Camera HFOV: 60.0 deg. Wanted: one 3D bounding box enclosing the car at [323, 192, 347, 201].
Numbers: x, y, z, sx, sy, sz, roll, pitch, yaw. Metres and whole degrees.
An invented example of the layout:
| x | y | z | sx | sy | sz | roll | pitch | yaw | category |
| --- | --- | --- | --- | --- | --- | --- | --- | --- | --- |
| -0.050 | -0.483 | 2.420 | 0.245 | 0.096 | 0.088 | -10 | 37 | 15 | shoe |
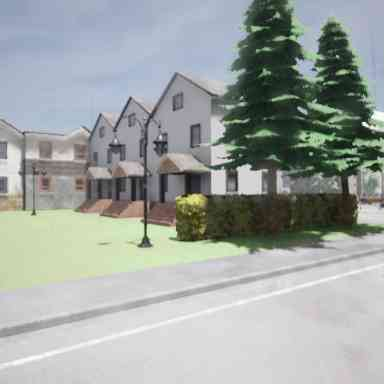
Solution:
| x | y | z | sx | sy | sz | roll | pitch | yaw | category |
| --- | --- | --- | --- | --- | --- | --- | --- | --- | --- |
| 32.152 | 0.931 | 74.744 | 1.932 | 1.855 | 4.605 | 0 | 0 | -36 | car |

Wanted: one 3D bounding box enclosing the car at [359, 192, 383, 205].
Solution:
| x | y | z | sx | sy | sz | roll | pitch | yaw | category |
| --- | --- | --- | --- | --- | --- | --- | --- | --- | --- |
| 27.285 | 0.976 | 49.290 | 1.932 | 1.855 | 4.605 | 0 | 0 | -36 | car |
